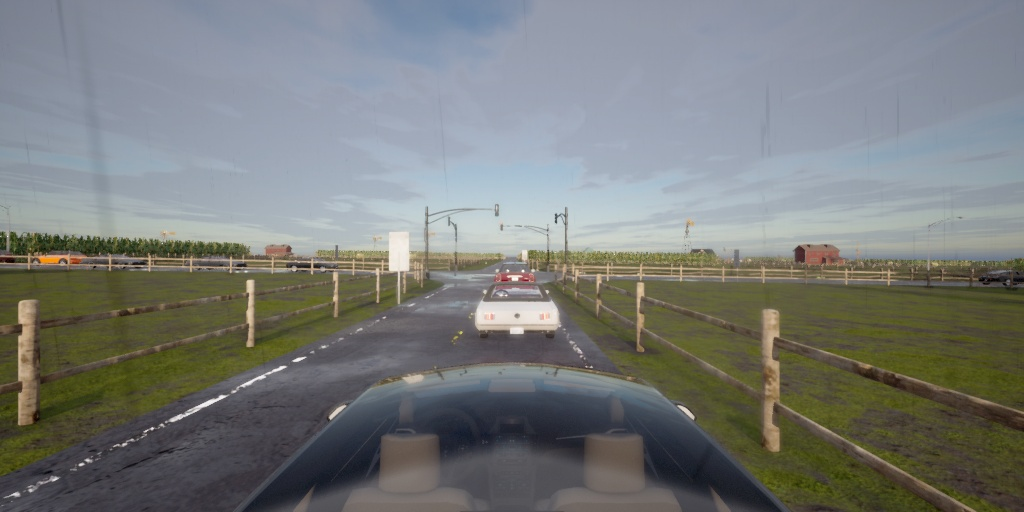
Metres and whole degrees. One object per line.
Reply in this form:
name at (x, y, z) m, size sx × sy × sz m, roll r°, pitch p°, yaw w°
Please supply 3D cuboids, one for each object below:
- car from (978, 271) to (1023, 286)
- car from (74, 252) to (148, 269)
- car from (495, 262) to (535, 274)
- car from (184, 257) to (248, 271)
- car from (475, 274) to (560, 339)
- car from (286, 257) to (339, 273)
car at (50.703, 2.256, 36.485) m, size 4.892 × 1.490 × 1.837 m, roll 1°, pitch 0°, yaw 0°
car at (-40.745, 0.570, 36.727) m, size 5.357 × 1.411 × 2.033 m, roll 1°, pitch 0°, yaw 1°
car at (0.171, 1.103, 19.068) m, size 2.097 × 1.767 × 4.553 m, roll 0°, pitch 0°, yaw 1°
car at (-30.223, 0.759, 36.694) m, size 5.357 × 1.411 × 2.033 m, roll 1°, pitch 0°, yaw 1°
car at (0.120, 1.351, 10.080) m, size 1.895 × 1.301 × 4.718 m, roll 0°, pitch 0°, yaw 0°
car at (-20.334, 0.896, 36.664) m, size 4.892 × 1.490 × 1.837 m, roll 1°, pitch 0°, yaw 0°
